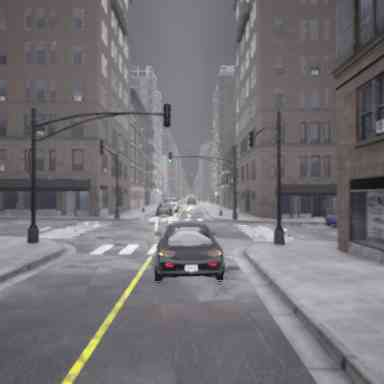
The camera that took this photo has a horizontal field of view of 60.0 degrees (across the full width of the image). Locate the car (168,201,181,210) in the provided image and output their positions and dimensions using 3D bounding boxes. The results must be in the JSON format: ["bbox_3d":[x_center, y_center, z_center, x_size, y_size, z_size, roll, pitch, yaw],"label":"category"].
[{"bbox_3d":[-3.105,2.320,59.114,2.033,1.411,5.357,0,-1,0],"label":"car"}]

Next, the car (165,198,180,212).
[{"bbox_3d":[-3.129,1.852,48.540,2.150,2.045,5.566,0,-1,0],"label":"car"}]

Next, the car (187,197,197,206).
[{"bbox_3d":[-0.057,2.271,79.406,2.150,2.045,5.566,0,-1,0],"label":"car"}]

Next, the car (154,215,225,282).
[{"bbox_3d":[-0.161,1.647,10.087,1.812,1.442,4.674,0,-1,-4],"label":"car"}]

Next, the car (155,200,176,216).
[{"bbox_3d":[-3.139,2.000,38.483,1.837,1.490,4.892,0,-1,-2],"label":"car"}]

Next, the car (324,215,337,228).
[{"bbox_3d":[12.340,2.002,24.460,5.008,1.535,1.882,1,0,0],"label":"car"}]
